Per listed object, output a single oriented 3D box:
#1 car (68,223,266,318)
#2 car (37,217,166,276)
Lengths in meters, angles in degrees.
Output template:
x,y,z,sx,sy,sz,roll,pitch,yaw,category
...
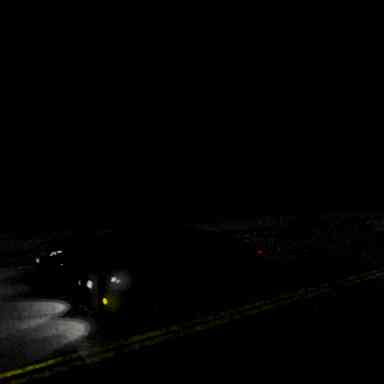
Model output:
x,y,z,sx,sy,sz,roll,pitch,yaw,category
-0.307,1.563,7.459,4.181,1.385,1.994,0,0,-36,car
-2.163,1.524,10.129,4.674,1.442,1.812,0,0,-36,car
